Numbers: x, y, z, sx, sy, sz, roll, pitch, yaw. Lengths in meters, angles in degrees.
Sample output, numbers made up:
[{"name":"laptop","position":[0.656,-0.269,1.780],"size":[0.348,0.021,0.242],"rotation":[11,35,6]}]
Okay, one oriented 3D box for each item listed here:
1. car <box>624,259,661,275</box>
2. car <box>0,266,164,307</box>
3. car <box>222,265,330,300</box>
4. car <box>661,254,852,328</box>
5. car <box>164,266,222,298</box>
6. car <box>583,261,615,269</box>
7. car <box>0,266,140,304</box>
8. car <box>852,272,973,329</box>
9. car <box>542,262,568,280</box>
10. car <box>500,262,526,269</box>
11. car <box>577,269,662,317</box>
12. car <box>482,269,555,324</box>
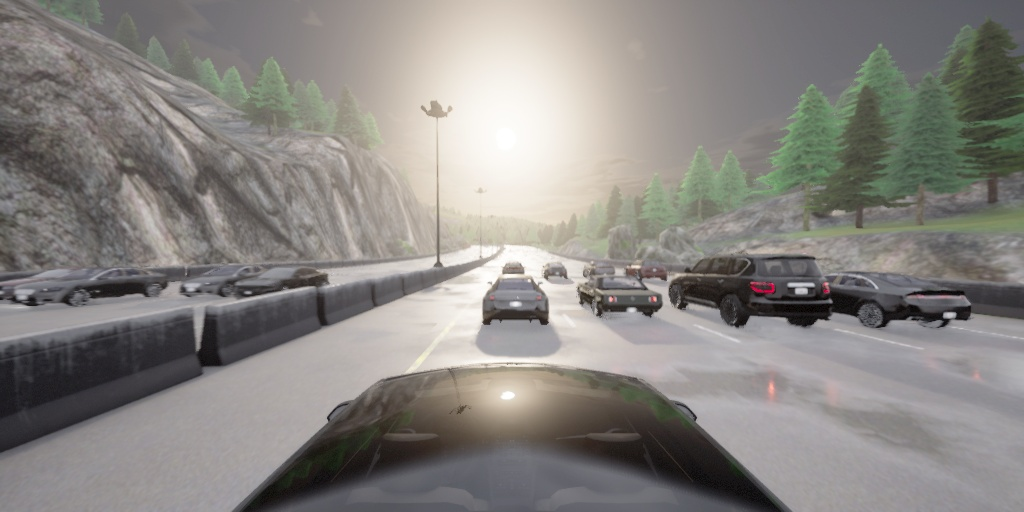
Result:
[{"name":"car","position":[10.611,1.046,28.835],"size":[2.097,1.767,4.553],"rotation":[0,0,0]},{"name":"car","position":[-17.573,1.215,15.324],"size":[2.128,1.511,4.902],"rotation":[0,0,0]},{"name":"car","position":[-10.565,1.198,16.863],"size":[1.882,1.535,5.008],"rotation":[0,0,0]},{"name":"car","position":[7.104,0.952,11.482],"size":[2.150,2.045,5.566],"rotation":[0,0,0]},{"name":"car","position":[-14.057,1.211,18.168],"size":[2.128,1.511,4.902],"rotation":[0,0,0]},{"name":"car","position":[7.112,1.183,29.621],"size":[2.128,1.511,4.902],"rotation":[0,0,0]},{"name":"car","position":[-21.063,1.246,17.095],"size":[1.812,1.442,4.674],"rotation":[0,0,0]},{"name":"car","position":[10.604,1.223,11.109],"size":[2.128,1.511,4.902],"rotation":[0,0,0]},{"name":"car","position":[3.612,1.213,30.790],"size":[1.812,1.442,4.674],"rotation":[0,0,0]},{"name":"car","position":[0.112,1.196,29.720],"size":[1.837,1.490,4.892],"rotation":[0,0,0]},{"name":"car","position":[3.604,1.329,12.991],"size":[1.895,1.301,4.718],"rotation":[0,0,0]},{"name":"car","position":[0.104,1.294,11.887],"size":[1.994,1.385,4.181],"rotation":[0,0,0]}]
